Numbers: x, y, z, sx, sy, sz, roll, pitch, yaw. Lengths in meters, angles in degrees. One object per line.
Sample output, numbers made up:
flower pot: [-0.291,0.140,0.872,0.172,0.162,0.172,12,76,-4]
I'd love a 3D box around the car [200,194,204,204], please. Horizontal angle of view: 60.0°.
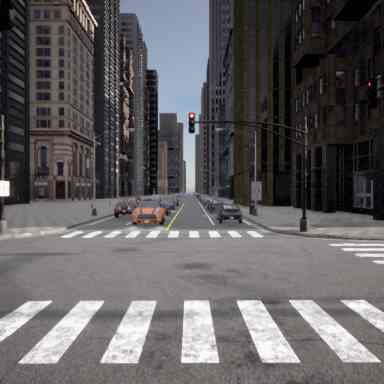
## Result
car: [2.748,1.448,53.354,1.967,1.590,4.097,0,0,0]

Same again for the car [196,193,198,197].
car: [2.740,1.559,87.367,1.752,1.417,4.829,0,0,0]

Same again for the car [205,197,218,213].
car: [2.752,1.554,36.432,2.008,1.369,4.403,0,0,0]

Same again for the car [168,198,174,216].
car: [-3.100,1.603,33.148,1.895,1.301,4.718,0,0,0]

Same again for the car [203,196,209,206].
car: [2.751,1.549,42.072,1.887,1.381,4.507,0,0,0]

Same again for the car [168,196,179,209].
car: [-3.087,1.552,42.902,2.033,1.411,5.357,0,0,0]

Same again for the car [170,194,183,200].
car: [-3.029,1.500,53.015,2.128,1.511,4.902,0,0,0]

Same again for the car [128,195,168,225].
car: [-3.047,1.353,24.101,2.097,1.767,4.553,0,0,-2]

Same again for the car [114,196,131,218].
car: [-5.772,1.317,30.780,2.192,1.841,5.009,0,0,0]

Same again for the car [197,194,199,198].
car: [2.743,1.568,75.915,1.887,1.381,4.507,0,0,0]

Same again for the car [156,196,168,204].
car: [-5.780,1.540,64.454,1.752,1.417,4.829,0,0,0]

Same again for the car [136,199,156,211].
car: [-5.775,1.570,42.062,1.947,1.339,4.313,0,0,0]

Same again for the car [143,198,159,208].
car: [-5.776,1.588,47.702,1.802,1.307,4.206,0,0,0]

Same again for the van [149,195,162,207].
van: [-5.778,1.350,53.342,1.690,1.788,3.998,0,0,0]

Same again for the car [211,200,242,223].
car: [2.754,1.552,25.150,2.008,1.369,4.403,0,0,0]

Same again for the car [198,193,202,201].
car: [2.745,1.455,64.635,1.967,1.590,4.097,0,0,0]

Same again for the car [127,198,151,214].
car: [-5.774,1.443,36.421,1.967,1.590,4.097,0,0,0]

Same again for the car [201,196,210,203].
car: [2.744,1.544,70.445,1.752,1.417,4.829,0,0,0]

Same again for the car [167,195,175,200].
car: [-5.787,1.565,92.657,1.752,1.417,4.829,0,0,0]

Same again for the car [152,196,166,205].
car: [-5.779,1.451,58.983,1.967,1.590,4.097,0,0,0]
